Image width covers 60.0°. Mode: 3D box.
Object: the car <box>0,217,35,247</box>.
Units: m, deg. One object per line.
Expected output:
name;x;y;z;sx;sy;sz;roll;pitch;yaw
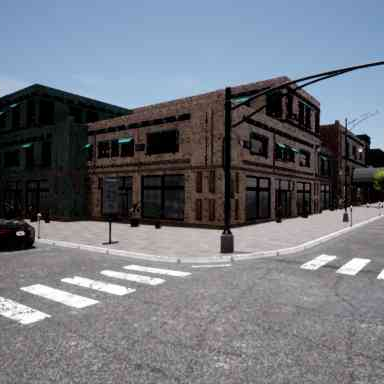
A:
car;-8.853;1.800;15.259;4.313;1.339;1.947;-1;-1;38
